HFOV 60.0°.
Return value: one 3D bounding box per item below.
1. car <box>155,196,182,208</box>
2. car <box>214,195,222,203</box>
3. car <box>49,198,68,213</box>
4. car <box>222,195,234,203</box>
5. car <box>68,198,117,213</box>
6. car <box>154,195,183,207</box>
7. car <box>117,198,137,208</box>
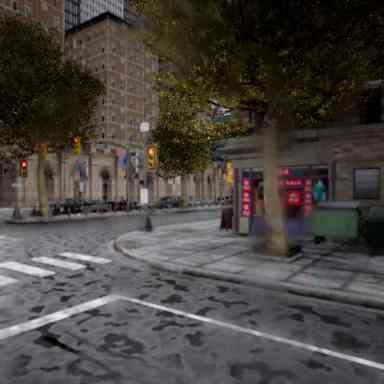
[{"bbox_3d":[-3.091,1.484,46.425,1.837,1.490,4.892,0,0,36],"label":"car"},{"bbox_3d":[6.112,1.261,64.976,1.882,1.535,5.008,0,0,36],"label":"car"},{"bbox_3d":[-13.877,1.481,37.475,1.837,1.490,4.892,0,0,36],"label":"car"},{"bbox_3d":[8.074,1.458,61.740,1.882,1.535,5.008,0,0,36],"label":"car"},{"bbox_3d":[-10.694,1.544,35.904,1.994,1.385,4.181,0,0,36],"label":"car"},{"bbox_3d":[-3.645,1.331,51.629,2.097,1.767,4.553,0,0,36],"label":"car"},{"bbox_3d":[-10.206,1.570,47.937,1.895,1.301,4.718,0,0,36],"label":"car"}]
